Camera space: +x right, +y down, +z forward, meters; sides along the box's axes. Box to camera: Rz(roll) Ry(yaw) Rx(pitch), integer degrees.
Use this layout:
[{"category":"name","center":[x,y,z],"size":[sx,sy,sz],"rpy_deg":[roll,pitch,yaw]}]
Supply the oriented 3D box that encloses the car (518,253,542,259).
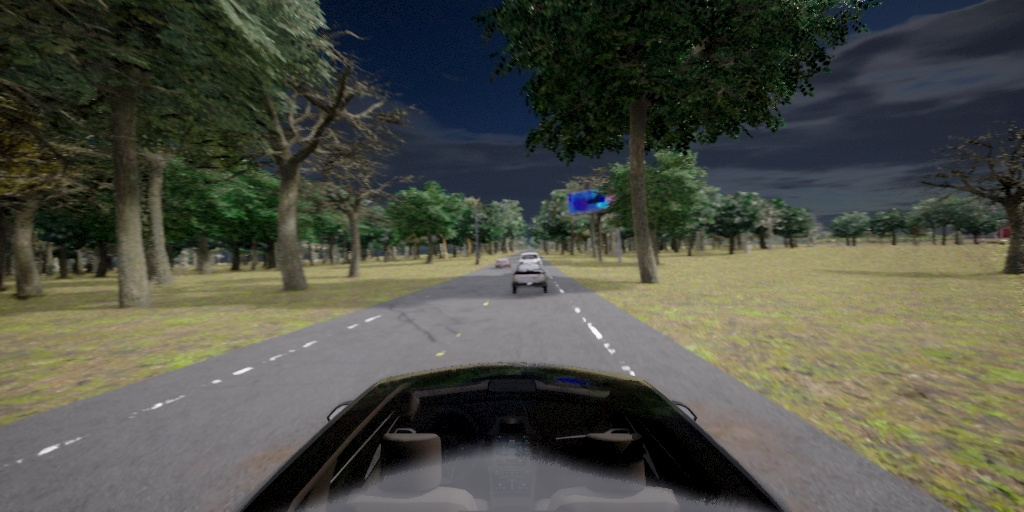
[{"category":"car","center":[1.837,0.690,36.159],"size":[2.150,2.045,5.566],"rpy_deg":[-2,1,3]}]

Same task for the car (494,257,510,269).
[{"category":"car","center":[-1.121,0.907,47.470],"size":[1.812,1.442,4.674],"rpy_deg":[-2,1,3]}]

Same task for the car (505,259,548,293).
[{"category":"car","center":[0.995,1.144,20.062],"size":[2.128,1.511,4.902],"rpy_deg":[-2,0,3]}]
